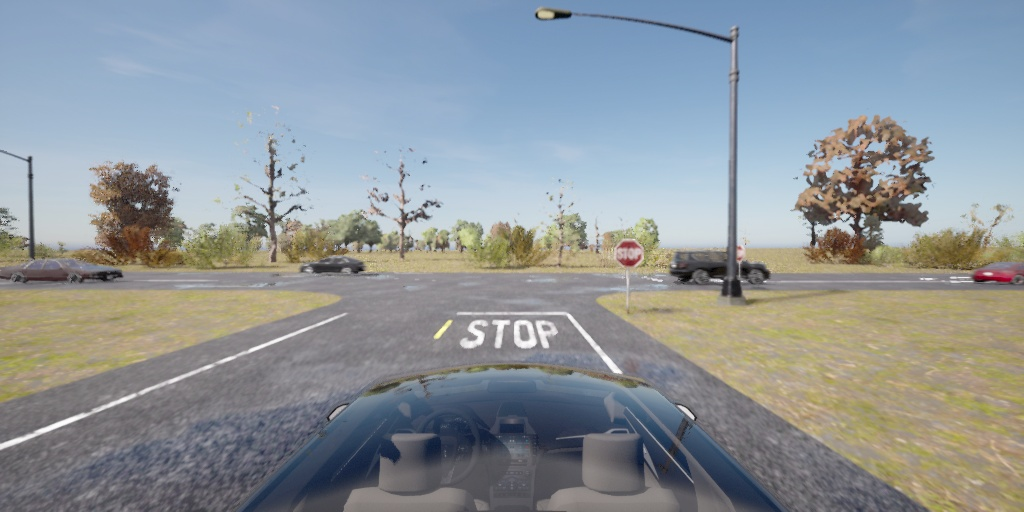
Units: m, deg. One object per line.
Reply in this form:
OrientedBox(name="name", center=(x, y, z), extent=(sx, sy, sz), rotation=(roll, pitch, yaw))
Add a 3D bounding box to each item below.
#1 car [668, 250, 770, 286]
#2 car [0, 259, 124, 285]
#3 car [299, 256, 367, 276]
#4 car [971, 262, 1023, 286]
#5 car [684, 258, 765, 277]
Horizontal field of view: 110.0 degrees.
OrientedBox(name="car", center=(12.446, 0.686, 21.756), extent=(5.566, 2.045, 2.150), rotation=(0, 1, -2))
OrientedBox(name="car", center=(-25.976, 0.865, 20.722), extent=(5.357, 1.411, 2.033), rotation=(0, 1, -2))
OrientedBox(name="car", center=(-13.964, 0.770, 28.077), extent=(4.892, 1.490, 1.837), rotation=(0, 1, -2))
OrientedBox(name="car", center=(31.550, 1.074, 22.322), extent=(4.181, 1.385, 1.994), rotation=(0, 1, -2))
OrientedBox(name="car", center=(17.035, 0.907, 28.917), extent=(5.357, 1.411, 2.033), rotation=(0, 1, -2))
